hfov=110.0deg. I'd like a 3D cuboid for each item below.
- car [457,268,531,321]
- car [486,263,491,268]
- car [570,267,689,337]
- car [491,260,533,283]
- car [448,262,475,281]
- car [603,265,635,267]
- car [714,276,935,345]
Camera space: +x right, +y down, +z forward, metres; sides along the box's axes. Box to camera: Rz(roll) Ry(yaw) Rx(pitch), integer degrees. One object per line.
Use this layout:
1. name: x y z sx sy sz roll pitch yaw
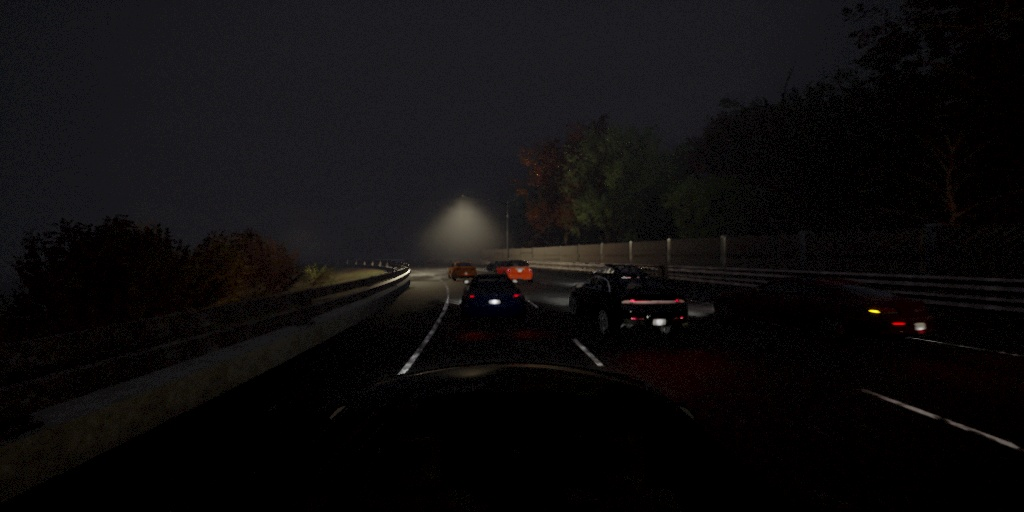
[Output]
1. car: -0.719 1.307 12.445 1.994 1.385 4.181 0 0 -6
2. car: -1.763 1.288 44.006 1.994 1.385 4.181 0 0 -22
3. car: 3.020 1.227 10.254 2.128 1.511 4.902 0 0 -5
4. car: 0.054 1.081 27.701 2.097 1.767 4.553 0 0 -14
5. car: -4.272 1.216 30.339 1.882 1.535 5.008 0 0 -16
6. car: 5.485 1.213 18.849 2.128 1.511 4.902 0 0 -8
7. car: 7.661 1.251 9.460 1.812 1.442 4.674 0 0 -14
